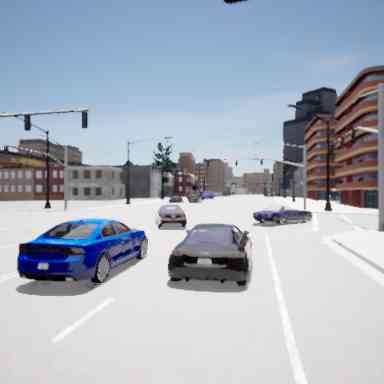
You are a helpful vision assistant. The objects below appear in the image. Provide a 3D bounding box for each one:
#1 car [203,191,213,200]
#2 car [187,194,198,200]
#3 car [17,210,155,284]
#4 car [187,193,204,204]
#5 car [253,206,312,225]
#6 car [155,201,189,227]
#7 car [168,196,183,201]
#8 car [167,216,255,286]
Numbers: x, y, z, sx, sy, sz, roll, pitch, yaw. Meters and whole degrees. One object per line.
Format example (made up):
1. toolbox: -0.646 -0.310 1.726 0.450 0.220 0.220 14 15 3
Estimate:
1. car: 3.604 0.758 76.817 2.150 2.045 5.566 0 1 11
2. car: 0.169 1.131 77.486 1.895 1.301 4.718 0 1 11
3. car: -2.838 1.497 9.805 1.882 1.535 5.008 0 0 11
4. car: 0.470 1.300 60.888 1.837 1.490 4.892 0 1 12
5. car: 6.675 1.631 24.126 4.718 1.301 1.895 0 0 -37
6. car: -1.574 1.576 23.265 2.033 1.411 5.357 0 0 -9
7. car: -2.975 1.362 61.493 1.994 1.385 4.181 0 1 11
8. car: 0.690 1.582 9.635 1.994 1.385 4.181 0 0 12
